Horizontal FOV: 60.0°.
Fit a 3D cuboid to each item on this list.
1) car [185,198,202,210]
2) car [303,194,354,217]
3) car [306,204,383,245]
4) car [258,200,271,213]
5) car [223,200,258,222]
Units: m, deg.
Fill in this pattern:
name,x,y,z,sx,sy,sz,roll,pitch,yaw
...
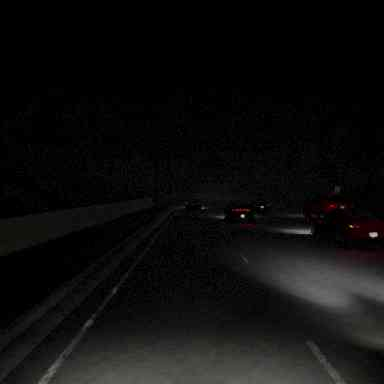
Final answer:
name,x,y,z,sx,sy,sz,roll,pitch,yaw
car,0.192,1.474,41.564,1.994,1.385,4.181,0,0,1
car,10.585,1.166,26.018,2.150,2.045,5.566,0,0,0
car,7.099,1.493,15.300,1.812,1.442,4.674,0,0,0
car,7.111,1.488,35.683,1.994,1.385,4.181,0,0,0
car,3.596,1.449,26.011,1.837,1.490,4.892,0,0,0
